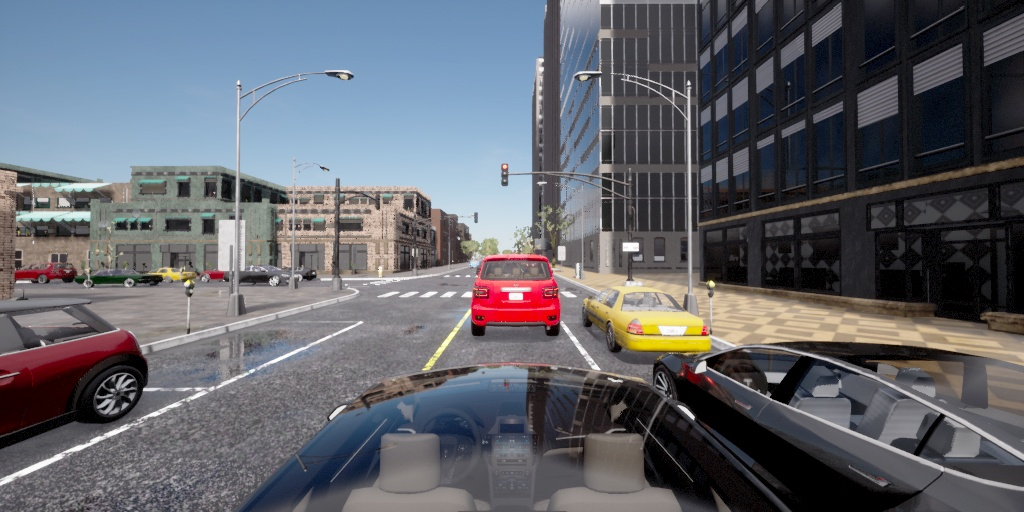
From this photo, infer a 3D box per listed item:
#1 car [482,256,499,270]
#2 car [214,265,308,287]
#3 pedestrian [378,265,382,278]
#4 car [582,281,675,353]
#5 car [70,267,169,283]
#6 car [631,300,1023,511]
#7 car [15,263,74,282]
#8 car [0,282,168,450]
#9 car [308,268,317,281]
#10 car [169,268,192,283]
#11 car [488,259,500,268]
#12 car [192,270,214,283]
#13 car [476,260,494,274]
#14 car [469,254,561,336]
[{"bbox_3d":[-3.189,0.992,53.617,2.150,2.045,5.566,0,0,0],"label":"car"},{"bbox_3d":[-17.885,1.381,25.703,4.902,1.511,2.128,-1,-1,2],"label":"car"},{"bbox_3d":[-12.611,1.398,34.365,0.375,1.300,0.375,0,0,1],"label":"pedestrian"},{"bbox_3d":[2.814,1.277,8.628,1.751,1.417,4.829,0,0,0],"label":"car"},{"bbox_3d":[-28.088,1.587,25.794,4.718,1.301,1.895,-1,-1,1],"label":"car"},{"bbox_3d":[2.656,1.316,2.815,1.948,1.339,4.313,0,0,0],"label":"car"},{"bbox_3d":[-41.664,1.522,31.723,5.009,1.841,2.192,0,0,1],"label":"car"},{"bbox_3d":[-5.692,1.190,2.852,1.967,1.591,4.097,0,0,0],"label":"car"},{"bbox_3d":[-19.473,1.561,31.485,4.313,1.339,1.948,0,0,1],"label":"car"},{"bbox_3d":[-30.738,1.627,31.606,4.829,1.417,1.751,0,0,1],"label":"car"},{"bbox_3d":[-3.185,1.298,64.104,1.812,1.442,4.674,0,0,0],"label":"car"},{"bbox_3d":[-25.020,1.488,31.545,4.097,1.591,1.967,0,0,1],"label":"car"},{"bbox_3d":[-3.176,1.270,43.008,1.837,1.490,4.892,0,0,0],"label":"car"},{"bbox_3d":[0.082,0.975,10.503,2.150,2.045,5.566,0,0,0],"label":"car"}]
